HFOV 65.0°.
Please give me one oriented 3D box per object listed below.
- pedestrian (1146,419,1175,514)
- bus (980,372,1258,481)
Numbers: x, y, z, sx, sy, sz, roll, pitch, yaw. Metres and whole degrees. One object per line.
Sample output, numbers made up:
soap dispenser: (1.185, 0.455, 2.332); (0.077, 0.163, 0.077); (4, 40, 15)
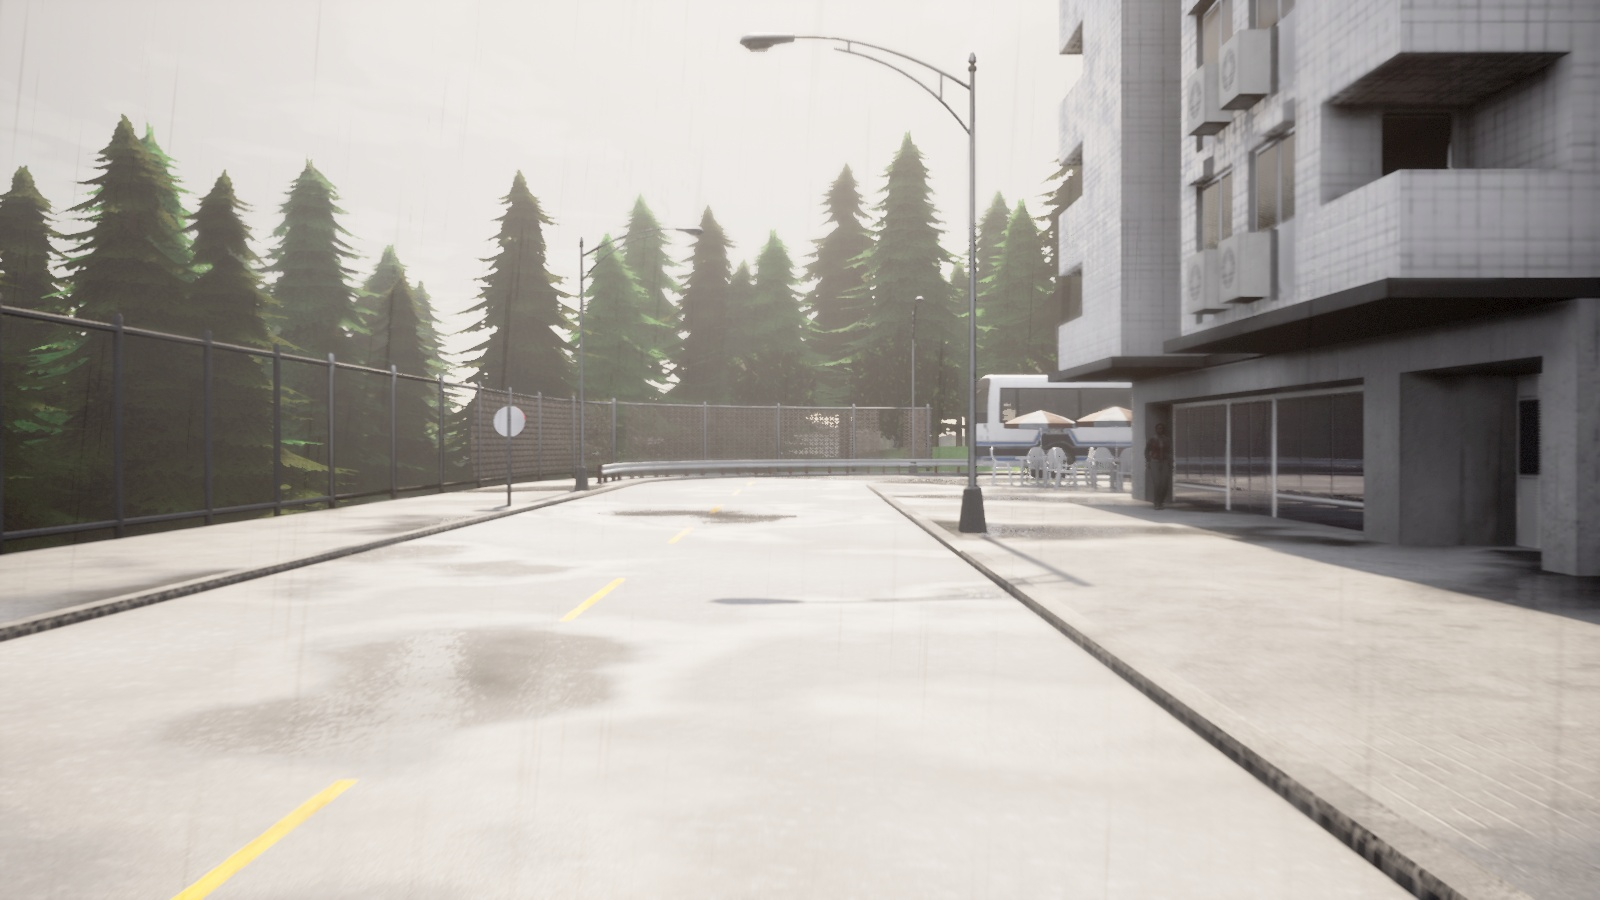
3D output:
pedestrian: (7.404, 0.333, 25.770); (0.402, 1.930, 0.666); (0, 0, 0)
bus: (12.859, -0.909, 51.340); (10.273, 4.253, 3.944); (0, 0, -3)
